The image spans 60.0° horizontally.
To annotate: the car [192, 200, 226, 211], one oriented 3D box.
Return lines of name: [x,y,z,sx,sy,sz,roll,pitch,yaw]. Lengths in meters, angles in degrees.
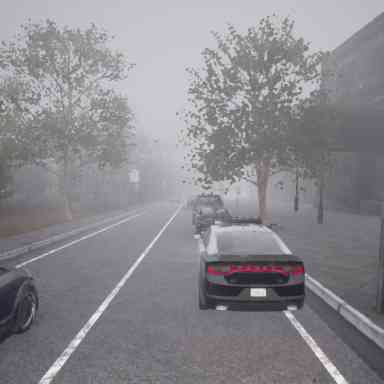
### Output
car: [1.106,1.444,17.875,1.882,1.535,5.008,0,0,0]

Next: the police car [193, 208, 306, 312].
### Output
police car: [1.076,1.410,7.937,1.930,1.638,5.238,0,0,0]

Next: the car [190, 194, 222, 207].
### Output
car: [1.124,1.178,23.927,2.150,2.045,5.566,0,0,0]

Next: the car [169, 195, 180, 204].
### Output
car: [-3.164,1.388,60.977,1.837,1.490,4.892,0,0,2]

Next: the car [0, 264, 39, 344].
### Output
car: [-3.586,1.556,3.947,1.994,1.385,4.181,0,0,0]

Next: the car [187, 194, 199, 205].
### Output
car: [0.188,1.242,58.143,2.097,1.767,4.553,0,0,1]

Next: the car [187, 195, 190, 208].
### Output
car: [0.226,1.513,45.892,1.895,1.301,4.718,0,0,0]
